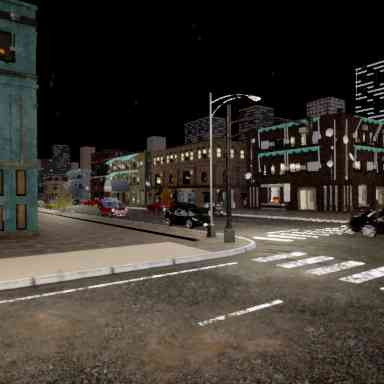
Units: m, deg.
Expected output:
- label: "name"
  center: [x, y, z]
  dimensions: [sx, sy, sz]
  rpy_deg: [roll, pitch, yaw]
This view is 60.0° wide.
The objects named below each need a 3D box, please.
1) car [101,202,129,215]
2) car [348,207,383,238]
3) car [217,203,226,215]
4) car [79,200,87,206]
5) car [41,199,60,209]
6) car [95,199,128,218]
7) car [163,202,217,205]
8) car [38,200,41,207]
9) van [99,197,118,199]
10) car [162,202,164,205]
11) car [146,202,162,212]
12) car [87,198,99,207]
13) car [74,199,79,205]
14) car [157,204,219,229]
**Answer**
- label: "car"
  center: [-9.700, 2.012, 41.694]
  dimensions: [1.994, 1.385, 4.181]
  rpy_deg: [-1, 0, -35]
- label: "car"
  center: [10.231, 1.502, 16.060]
  dimensions: [4.892, 1.490, 1.837]
  rpy_deg: [-1, 1, 36]
- label: "car"
  center: [1.751, 1.810, 35.512]
  dimensions: [2.008, 1.369, 4.403]
  rpy_deg: [-2, 0, -35]
- label: "car"
  center: [-20.645, 2.228, 67.129]
  dimensions: [1.887, 1.381, 4.507]
  rpy_deg: [-1, 0, -35]
- label: "car"
  center: [-24.185, 2.233, 57.628]
  dimensions: [1.752, 1.417, 4.829]
  rpy_deg: [-1, 0, -35]
- label: "car"
  center: [-8.289, 1.846, 35.183]
  dimensions: [1.967, 1.590, 4.097]
  rpy_deg: [-1, 0, -35]
- label: "car"
  center: [-0.257, 1.789, 28.345]
  dimensions: [1.812, 1.442, 4.674]
  rpy_deg: [-1, 0, -35]
- label: "car"
  center: [-30.682, 2.376, 66.802]
  dimensions: [2.008, 1.369, 4.403]
  rpy_deg: [-1, 0, -35]
- label: "van"
  center: [-14.251, 1.907, 58.096]
  dimensions: [1.690, 1.788, 3.998]
  rpy_deg: [-1, 0, -35]
- label: "car"
  center: [-1.448, 1.904, 40.029]
  dimensions: [1.802, 1.307, 4.206]
  rpy_deg: [-2, 0, -35]
- label: "car"
  center: [-4.646, 1.966, 44.545]
  dimensions: [1.802, 1.307, 4.206]
  rpy_deg: [-1, 0, -35]
- label: "car"
  center: [-17.451, 1.940, 62.612]
  dimensions: [2.192, 1.841, 5.009]
  rpy_deg: [-1, 0, -35]
- label: "car"
  center: [-27.043, 2.364, 76.163]
  dimensions: [1.947, 1.339, 4.313]
  rpy_deg: [-1, 0, -35]
- label: "car"
  center: [-0.364, 1.815, 23.789]
  dimensions: [1.947, 1.339, 4.313]
  rpy_deg: [-1, 0, -35]
